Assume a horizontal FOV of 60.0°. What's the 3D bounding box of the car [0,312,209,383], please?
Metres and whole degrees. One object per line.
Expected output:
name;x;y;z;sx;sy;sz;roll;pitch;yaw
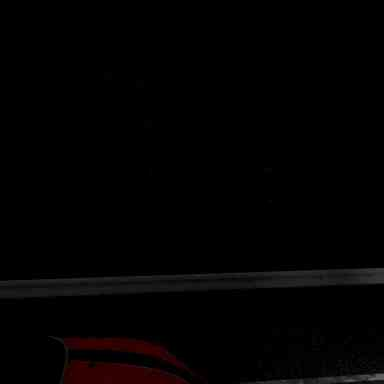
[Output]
car;-1.880;1.352;1.634;4.553;1.767;2.097;0;0;-6
